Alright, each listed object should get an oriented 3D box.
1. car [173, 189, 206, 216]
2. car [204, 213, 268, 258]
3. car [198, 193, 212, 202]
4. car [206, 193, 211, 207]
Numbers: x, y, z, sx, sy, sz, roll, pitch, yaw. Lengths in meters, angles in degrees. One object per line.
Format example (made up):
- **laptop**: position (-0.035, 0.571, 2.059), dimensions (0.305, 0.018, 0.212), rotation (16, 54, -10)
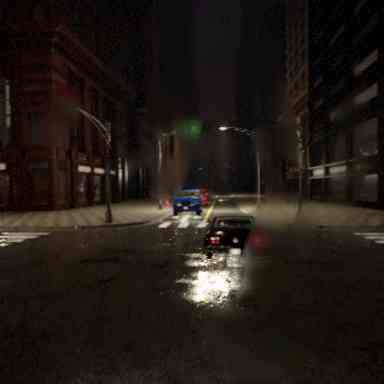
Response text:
- **car**: position (-0.244, 0.840, 28.101), dimensions (2.150, 2.045, 5.566), rotation (0, 1, 5)
- **car**: position (1.487, 1.417, 11.936), dimensions (1.895, 1.301, 4.718), rotation (-1, 1, 6)
- **car**: position (2.089, 0.840, 53.641), dimensions (1.994, 1.385, 4.181), rotation (0, 1, 6)
- **car**: position (0.705, 0.693, 38.855), dimensions (2.150, 2.045, 5.566), rotation (0, 1, 5)
